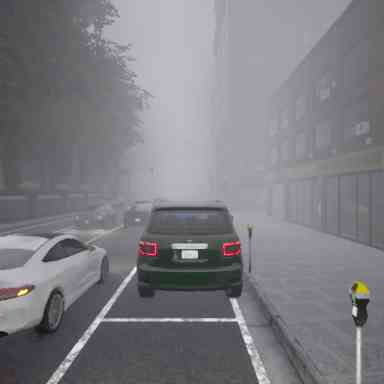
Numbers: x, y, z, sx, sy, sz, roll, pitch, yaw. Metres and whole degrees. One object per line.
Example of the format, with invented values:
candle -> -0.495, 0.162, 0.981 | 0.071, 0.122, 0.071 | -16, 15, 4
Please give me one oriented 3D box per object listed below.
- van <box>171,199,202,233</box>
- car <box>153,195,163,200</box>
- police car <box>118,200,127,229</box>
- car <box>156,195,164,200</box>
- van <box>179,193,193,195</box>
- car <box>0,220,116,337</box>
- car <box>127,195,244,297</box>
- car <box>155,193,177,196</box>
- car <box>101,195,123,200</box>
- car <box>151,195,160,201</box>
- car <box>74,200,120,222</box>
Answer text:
van -> -0.290, 1.333, 19.998 | 1.690, 1.788, 3.998 | 0, 0, 0
car -> -8.815, 1.450, 86.079 | 2.008, 1.369, 4.403 | 0, 0, 0
police car -> -3.147, 1.416, 21.803 | 1.930, 1.638, 5.238 | 0, 0, 0
car -> -8.815, 1.438, 91.530 | 1.887, 1.381, 4.507 | 0, 0, 0
van -> -0.290, 1.317, 36.980 | 1.690, 1.788, 3.998 | 0, 0, 0
car -> -3.048, 1.525, 6.591 | 1.812, 1.442, 4.674 | 0, 0, 1
car -> -0.039, 1.218, 8.679 | 2.150, 2.045, 5.566 | 0, 0, 0
car -> -3.050, 1.330, 35.448 | 2.097, 1.767, 4.553 | 0, 0, 0
car -> -8.815, 1.291, 36.940 | 2.192, 1.841, 5.009 | 0, 0, 0
car -> -8.815, 1.432, 80.459 | 1.752, 1.417, 4.829 | 0, 0, 0
car -> -6.245, 1.516, 22.071 | 1.812, 1.442, 4.674 | 0, 0, 0
